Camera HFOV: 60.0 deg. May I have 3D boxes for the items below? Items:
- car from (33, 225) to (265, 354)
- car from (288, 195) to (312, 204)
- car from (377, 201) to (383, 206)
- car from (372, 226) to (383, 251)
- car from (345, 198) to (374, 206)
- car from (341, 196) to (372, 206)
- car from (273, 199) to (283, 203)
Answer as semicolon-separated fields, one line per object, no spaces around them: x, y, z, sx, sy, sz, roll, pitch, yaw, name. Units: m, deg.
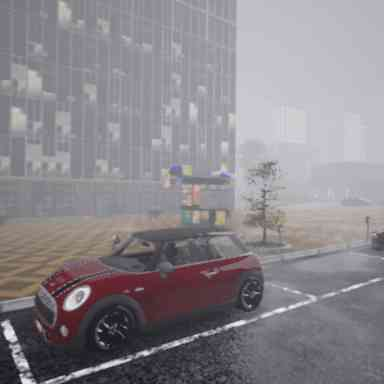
-0.622;1.435;6.059;4.097;1.590;1.967;0;1;-35;car
22.092;1.435;68.021;2.192;1.841;5.009;1;-1;-35;car
32.213;1.603;53.481;1.947;1.339;4.313;1;-1;-35;car
8.572;1.518;12.615;4.507;1.381;1.887;0;1;-35;car
29.093;1.645;57.986;1.802;1.307;4.206;1;-1;-35;car
24.508;1.380;49.435;1.967;1.590;4.097;1;-1;-35;car
18.905;1.587;72.565;1.967;1.590;4.097;1;-1;-35;car
